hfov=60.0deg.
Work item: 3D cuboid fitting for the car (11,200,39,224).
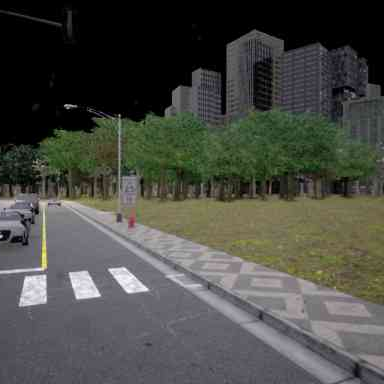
[{"bbox_3d":[-12.295,1.539,23.761,1.994,1.385,4.181,0,0,-24],"label":"car"}]

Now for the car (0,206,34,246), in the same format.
[{"bbox_3d":[-8.278,1.548,14.695,1.994,1.385,4.181,0,0,-24],"label":"car"}]

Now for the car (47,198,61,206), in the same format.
[{"bbox_3d":[-21.603,1.538,52.031,1.895,1.301,4.718,0,0,-24],"label":"car"}]

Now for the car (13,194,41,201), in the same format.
[{"bbox_3d":[-16.608,1.185,33.560,2.150,2.045,5.566,0,0,-24],"label":"car"}]
